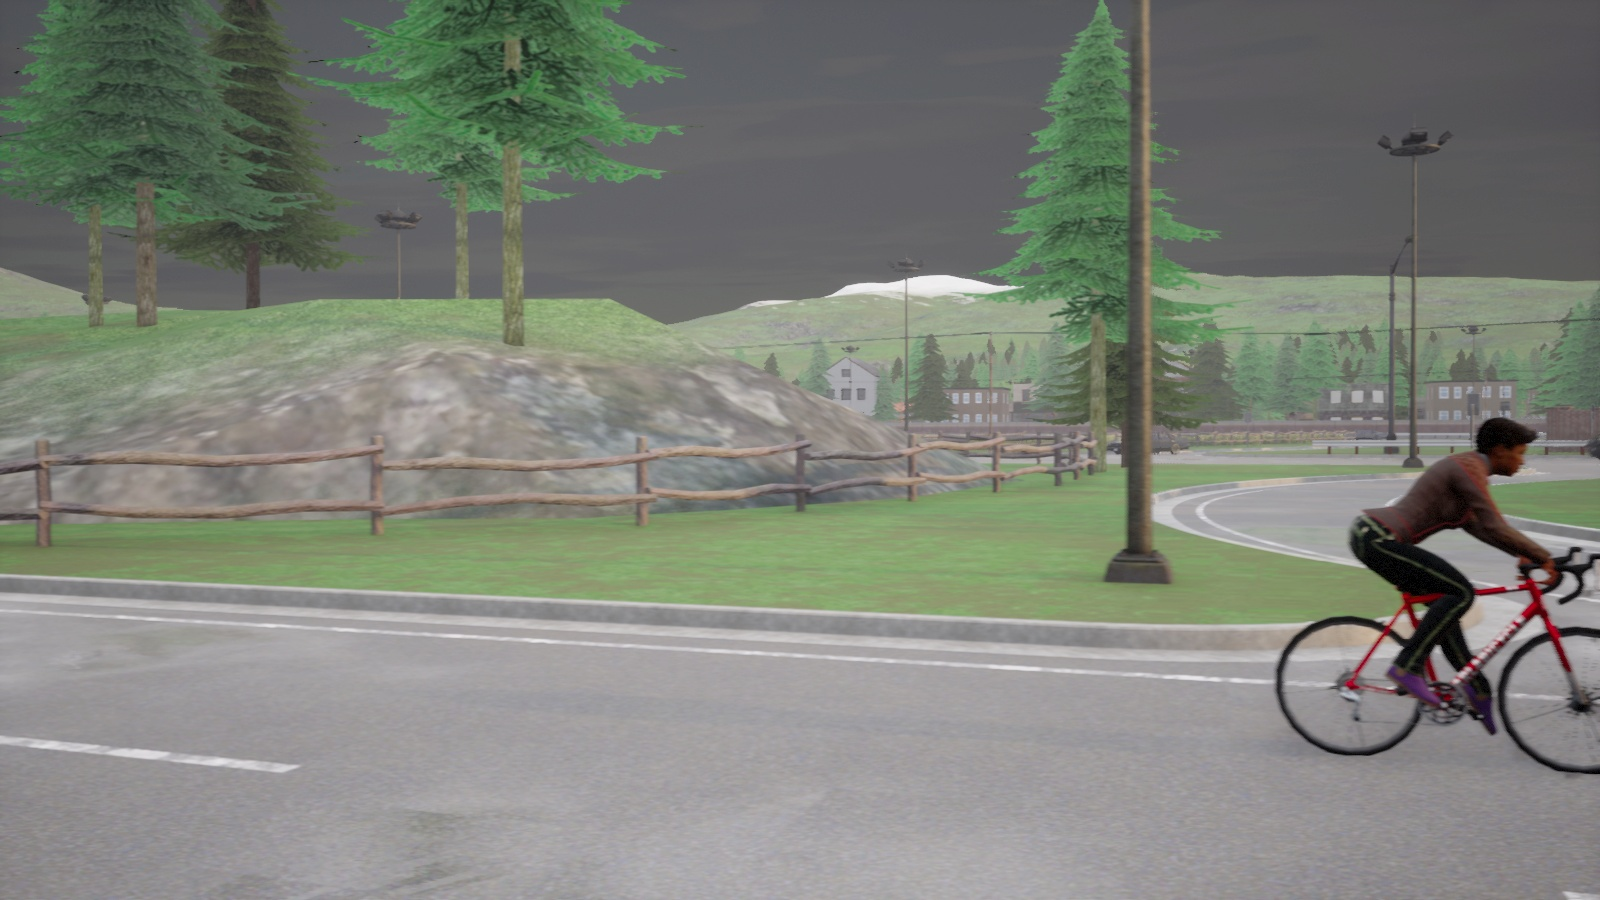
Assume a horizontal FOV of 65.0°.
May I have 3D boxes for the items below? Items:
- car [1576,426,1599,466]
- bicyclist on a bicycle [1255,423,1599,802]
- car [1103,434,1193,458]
[{"bbox_3d":[39.393,-0.186,59.746,3.866,1.878,1.905,1,1,18],"label":"car"},{"bbox_3d":[3.027,0.697,5.866,1.656,1.620,0.582,1,1,19],"label":"bicyclist on a bicycle"},{"bbox_3d":[21.039,-0.263,75.946,5.357,1.411,2.033,0,1,-29],"label":"car"}]
